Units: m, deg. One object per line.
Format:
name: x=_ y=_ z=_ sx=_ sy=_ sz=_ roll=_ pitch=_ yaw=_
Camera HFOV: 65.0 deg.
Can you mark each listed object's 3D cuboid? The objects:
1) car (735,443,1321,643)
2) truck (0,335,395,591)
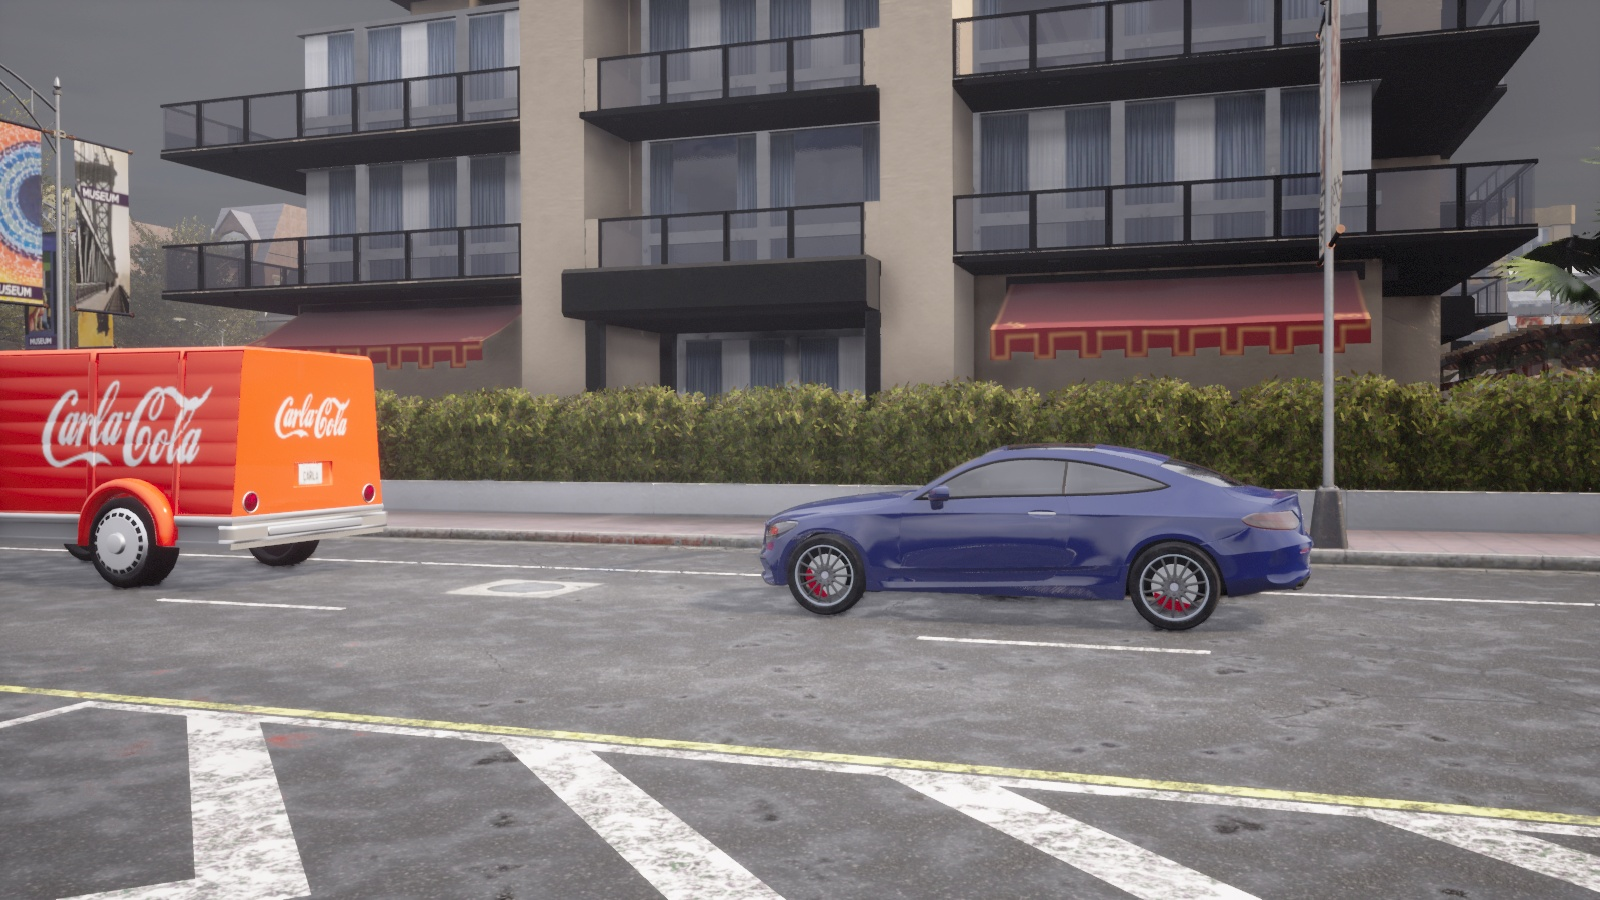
car: x=1.945 y=0.684 z=10.949 sx=4.674 sy=1.442 sz=1.812 roll=1 pitch=1 yaw=18
truck: x=-7.581 y=0.085 z=14.149 sx=5.204 sy=2.467 sz=2.627 roll=1 pitch=1 yaw=19
